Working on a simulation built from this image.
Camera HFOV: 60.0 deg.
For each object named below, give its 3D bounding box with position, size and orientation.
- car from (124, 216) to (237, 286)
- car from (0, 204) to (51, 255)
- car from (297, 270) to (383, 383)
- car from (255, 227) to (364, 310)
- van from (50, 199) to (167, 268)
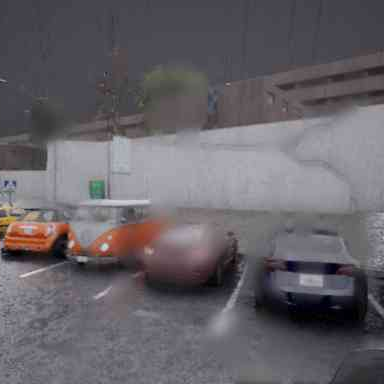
[{"bbox_3d":[0.130,1.515,9.382,2.002,1.452,4.674,0,-1,15],"label":"car"},{"bbox_3d":[-4.735,1.315,12.823,2.185,1.767,4.553,0,0,15],"label":"car"},{"bbox_3d":[3.175,1.548,1.116,5.357,1.411,2.033,0,0,35],"label":"car"},{"bbox_3d":[2.568,1.518,7.682,2.163,1.488,4.792,0,-1,15],"label":"car"},{"bbox_3d":[-2.315,1.235,11.002,1.878,1.987,4.442,1,0,15],"label":"van"}]
